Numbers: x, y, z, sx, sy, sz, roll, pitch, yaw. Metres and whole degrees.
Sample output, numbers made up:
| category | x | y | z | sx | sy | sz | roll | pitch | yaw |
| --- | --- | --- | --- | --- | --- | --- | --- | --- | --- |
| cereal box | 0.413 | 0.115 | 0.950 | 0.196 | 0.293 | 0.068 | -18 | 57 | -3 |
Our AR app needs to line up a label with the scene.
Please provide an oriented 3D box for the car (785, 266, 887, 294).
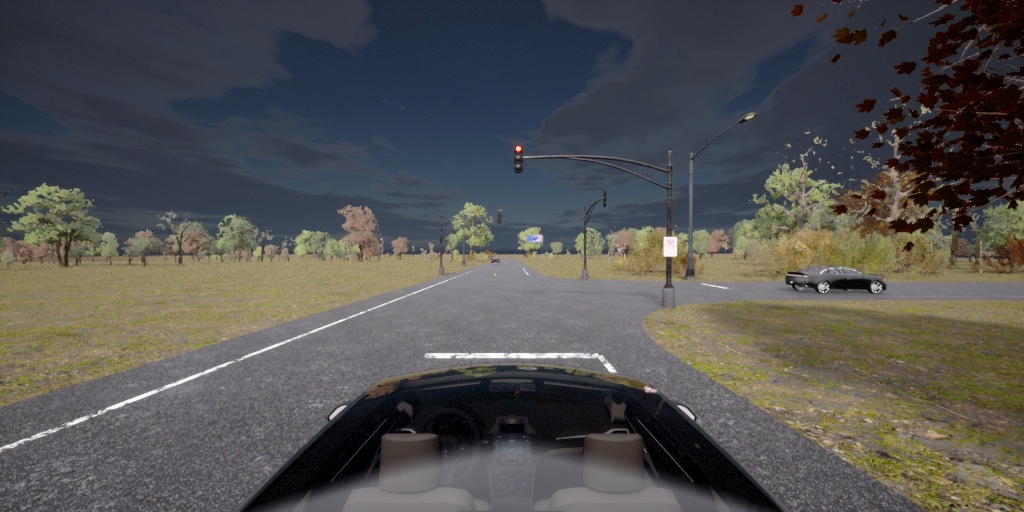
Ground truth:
| category | x | y | z | sx | sy | sz | roll | pitch | yaw |
| --- | --- | --- | --- | --- | --- | --- | --- | --- | --- |
| car | 18.327 | 1.308 | 20.373 | 4.902 | 1.511 | 2.128 | 0 | 1 | 0 |
